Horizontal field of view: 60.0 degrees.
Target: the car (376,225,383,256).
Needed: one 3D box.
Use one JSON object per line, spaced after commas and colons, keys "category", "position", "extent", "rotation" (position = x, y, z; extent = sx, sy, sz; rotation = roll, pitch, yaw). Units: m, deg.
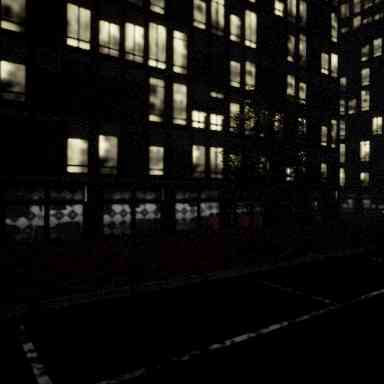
{"category": "car", "position": [8.925, 1.427, 12.390], "extent": [5.009, 1.841, 2.192], "rotation": [1, 0, -35]}
